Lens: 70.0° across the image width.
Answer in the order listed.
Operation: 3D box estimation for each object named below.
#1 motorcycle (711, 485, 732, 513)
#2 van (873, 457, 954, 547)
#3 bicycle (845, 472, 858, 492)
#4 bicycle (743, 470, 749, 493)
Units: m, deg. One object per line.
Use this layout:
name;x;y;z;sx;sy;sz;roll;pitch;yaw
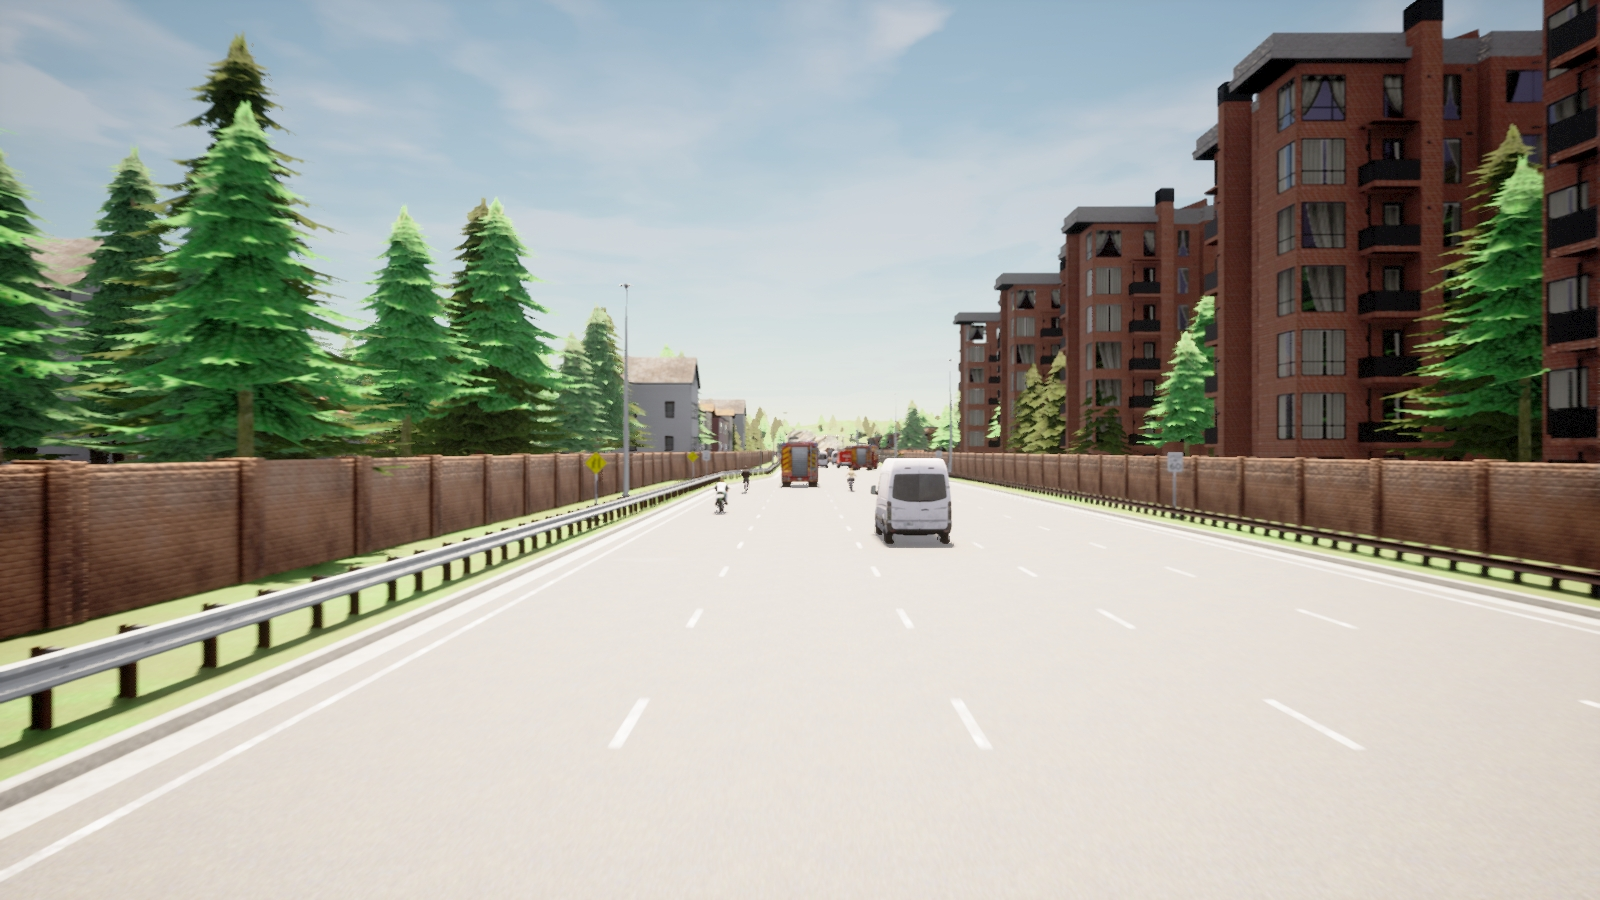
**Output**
motorcycle;-3.511;2.188;51.167;0.803;1.199;2.033;0;-1;0
van;3.487;1.537;36.244;1.988;2.561;5.915;0;0;0
bicycle;3.478;2.163;77.375;0.859;1.277;1.487;0;0;0
bicycle;-3.519;2.065;74.582;0.329;1.471;1.835;0;0;1
